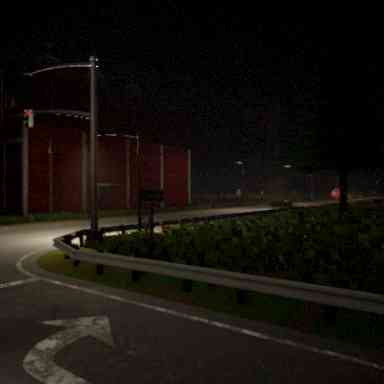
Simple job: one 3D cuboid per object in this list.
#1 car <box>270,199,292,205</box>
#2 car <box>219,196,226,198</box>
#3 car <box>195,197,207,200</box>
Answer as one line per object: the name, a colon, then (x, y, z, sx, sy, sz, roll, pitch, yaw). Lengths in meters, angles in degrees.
car: (13.591, 1.772, 50.795, 1.895, 1.301, 4.718, -1, 0, 37)
car: (8.459, 1.914, 92.218, 1.784, 1.438, 3.905, -1, 0, 36)
car: (1.890, 1.891, 81.092, 1.816, 1.474, 4.193, -1, 0, 36)
